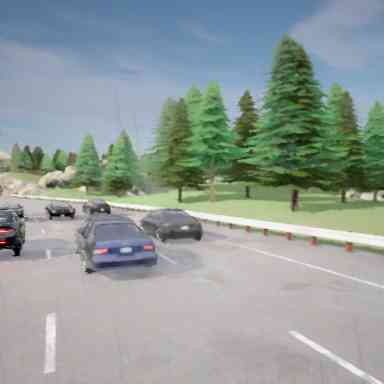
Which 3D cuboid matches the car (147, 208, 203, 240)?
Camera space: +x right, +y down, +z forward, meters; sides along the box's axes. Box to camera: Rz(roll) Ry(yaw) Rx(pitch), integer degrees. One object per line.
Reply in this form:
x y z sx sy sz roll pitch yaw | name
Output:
-1.144 1.462 15.716 1.994 1.385 4.181 0 0 -25 | car

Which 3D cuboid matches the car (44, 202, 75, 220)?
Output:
-10.780 1.463 26.909 1.895 1.301 4.718 0 0 -29 | car

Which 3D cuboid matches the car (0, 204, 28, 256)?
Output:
-7.311 1.436 12.394 2.128 1.511 4.902 0 0 -25 | car

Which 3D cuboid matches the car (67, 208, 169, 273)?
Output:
-2.662 1.485 10.622 2.033 1.411 5.357 0 0 -24 | car

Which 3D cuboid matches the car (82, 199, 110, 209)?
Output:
-8.856 1.356 30.625 1.812 1.442 4.674 0 0 -30 | car
